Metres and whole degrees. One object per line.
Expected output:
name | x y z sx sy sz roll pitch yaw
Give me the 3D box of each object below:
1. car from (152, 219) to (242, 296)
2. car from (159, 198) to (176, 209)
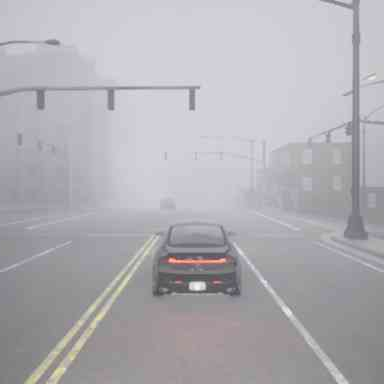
car | 0.099 1.449 8.469 1.837 1.490 4.892 0 0 0
car | -3.579 1.875 49.252 2.150 2.045 5.566 0 -8 0
